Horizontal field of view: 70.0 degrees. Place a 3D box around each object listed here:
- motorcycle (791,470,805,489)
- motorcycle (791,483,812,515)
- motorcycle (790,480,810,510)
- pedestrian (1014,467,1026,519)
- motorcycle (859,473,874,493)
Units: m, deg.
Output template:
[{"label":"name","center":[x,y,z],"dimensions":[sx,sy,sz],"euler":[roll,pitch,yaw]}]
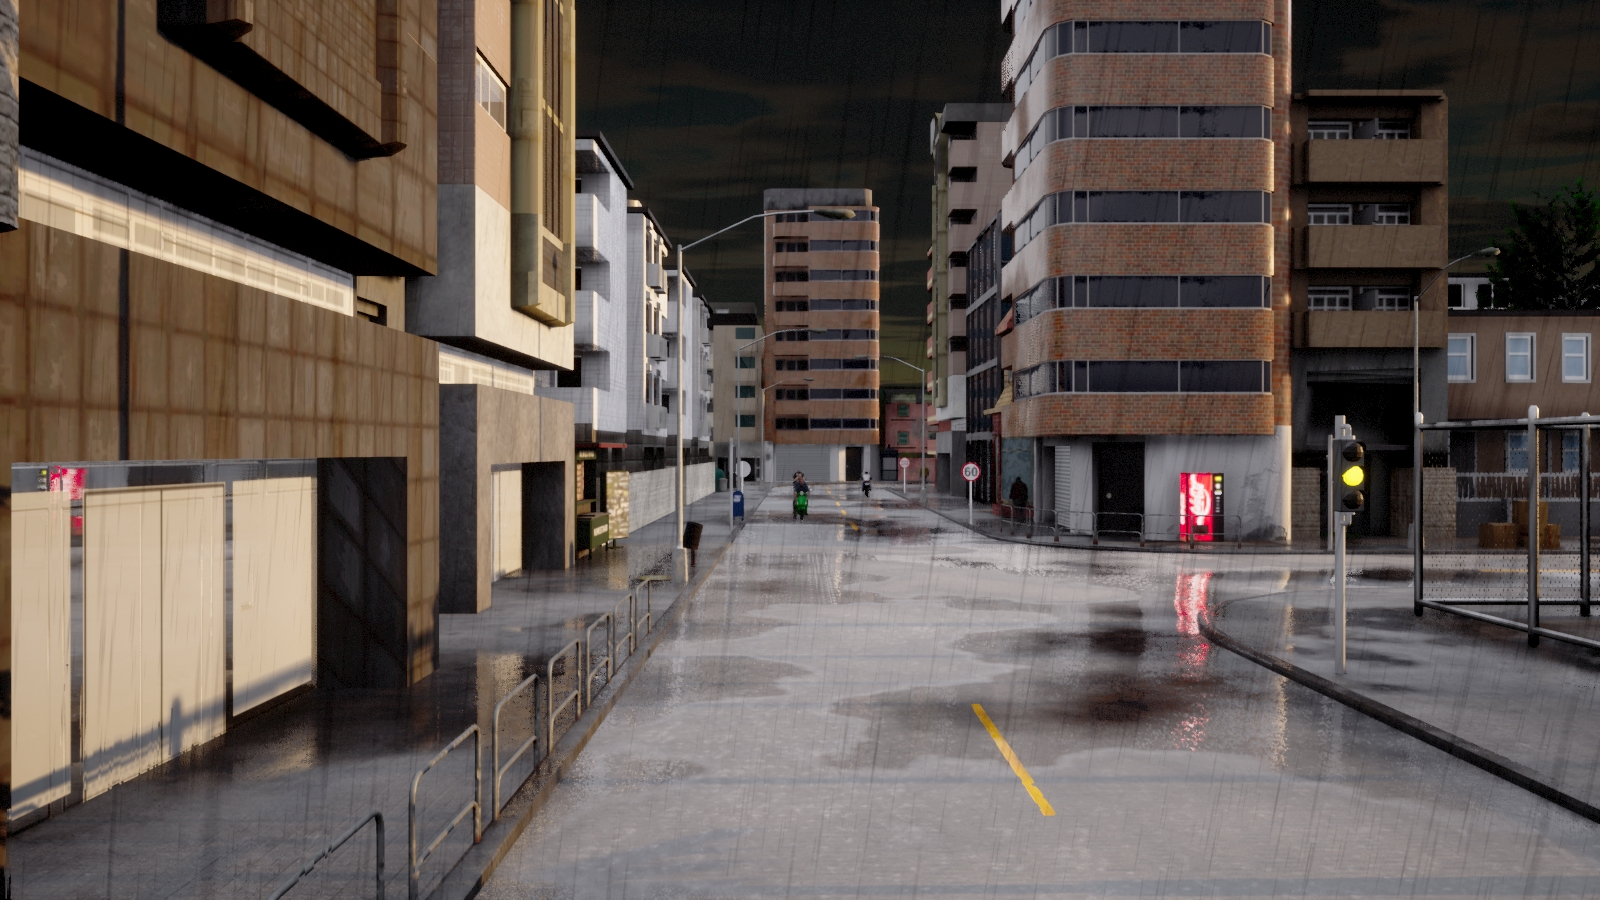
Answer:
[{"label":"motorcycle","center":[-0.136,1.998,77.626],"dimensions":[0.867,1.251,2.209],"euler":[0,0,0]},{"label":"motorcycle","center":[0.063,1.970,46.521],"dimensions":[0.856,1.236,1.805],"euler":[0,0,0]},{"label":"motorcycle","center":[0.019,1.970,50.389],"dimensions":[0.856,1.236,1.805],"euler":[0,0,0]},{"label":"pedestrian","center":[7.846,1.523,40.747],"dimensions":[0.375,1.860,0.375],"euler":[0,0,3]},{"label":"motorcycle","center":[4.039,2.004,69.315],"dimensions":[0.803,1.145,2.033],"euler":[0,0,0]}]
